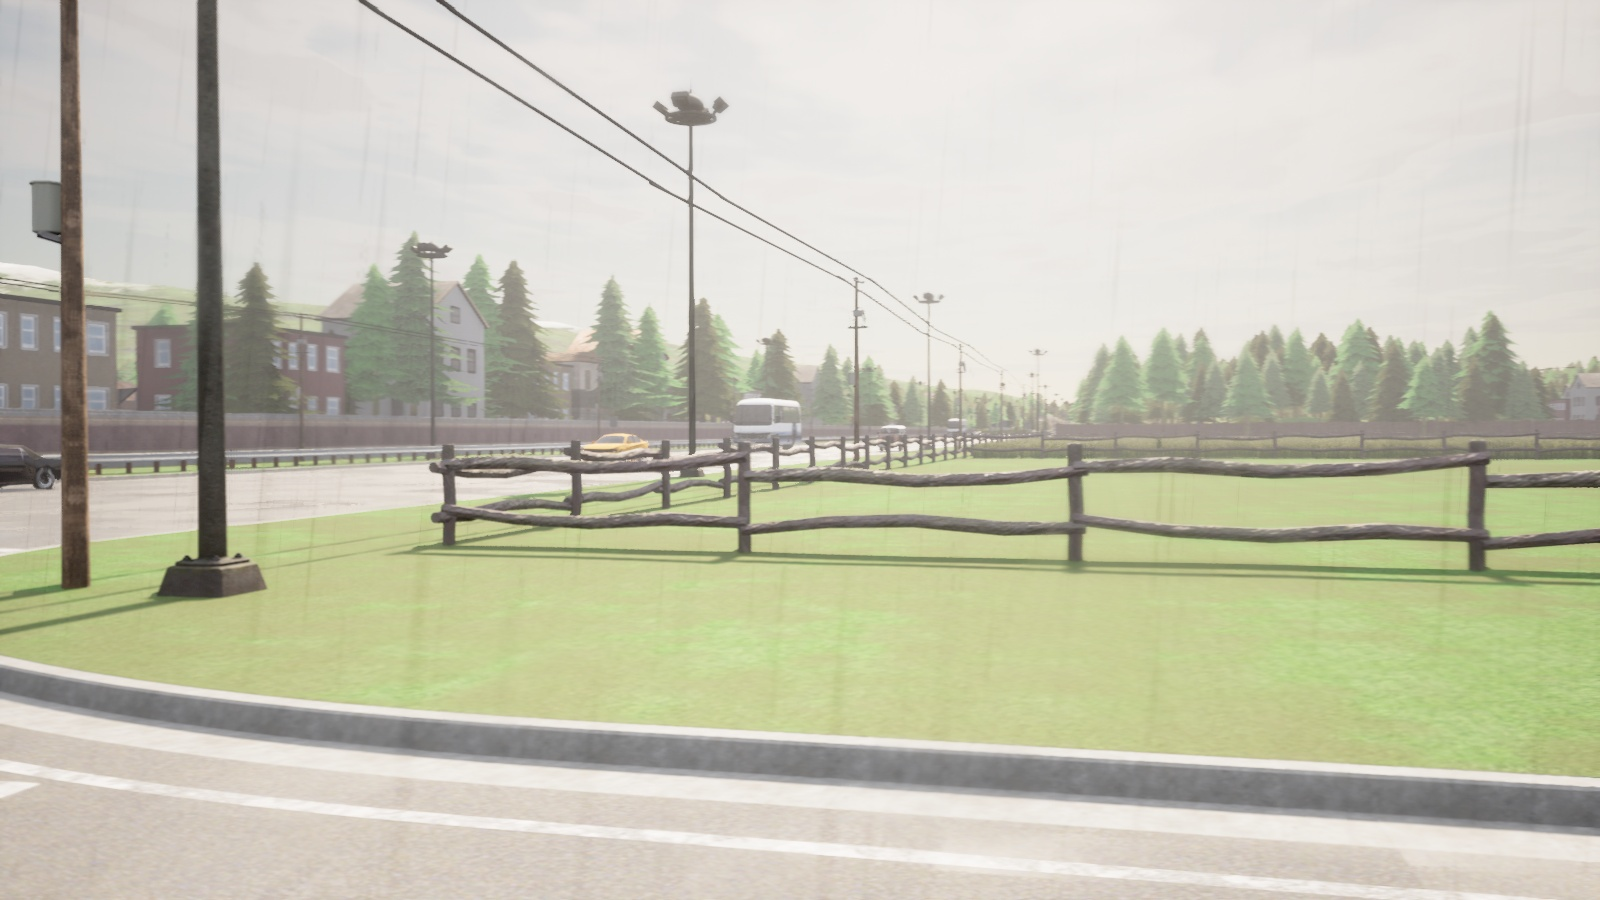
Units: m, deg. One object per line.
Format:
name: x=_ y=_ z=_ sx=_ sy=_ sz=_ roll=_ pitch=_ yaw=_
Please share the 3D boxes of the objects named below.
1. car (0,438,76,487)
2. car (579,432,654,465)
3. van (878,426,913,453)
car: x=-22.487 y=0.334 z=34.351 sx=1.895 sy=1.301 sz=4.718 roll=0 pitch=1 yaw=14
car: x=-8.830 y=-0.121 z=60.927 sx=1.882 sy=1.535 sz=5.008 roll=0 pitch=1 yaw=14
van: x=7.499 y=-0.856 z=98.498 sx=2.069 sy=2.038 sz=4.480 roll=0 pitch=1 yaw=14
